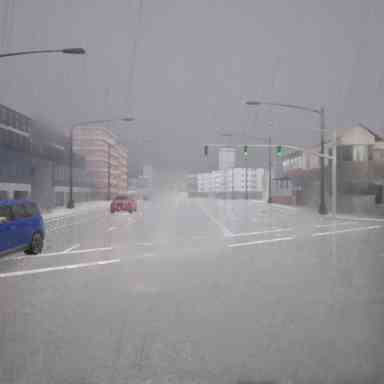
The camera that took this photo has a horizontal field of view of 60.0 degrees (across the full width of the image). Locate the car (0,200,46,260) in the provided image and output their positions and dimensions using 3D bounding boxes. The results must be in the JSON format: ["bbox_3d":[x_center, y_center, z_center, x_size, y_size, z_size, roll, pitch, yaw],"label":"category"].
[{"bbox_3d":[-6.560,1.289,10.356,2.150,2.045,5.566,0,0,-1],"label":"car"}]

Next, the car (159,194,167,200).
[{"bbox_3d":[-8.407,1.274,86.953,2.128,1.511,4.902,0,-1,-1],"label":"car"}]

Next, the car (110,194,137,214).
[{"bbox_3d":[-7.163,1.247,35.358,2.150,2.045,5.566,0,1,-1],"label":"car"}]

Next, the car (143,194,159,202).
[{"bbox_3d":[-7.784,1.055,61.110,2.128,1.511,4.902,0,0,-1],"label":"car"}]
